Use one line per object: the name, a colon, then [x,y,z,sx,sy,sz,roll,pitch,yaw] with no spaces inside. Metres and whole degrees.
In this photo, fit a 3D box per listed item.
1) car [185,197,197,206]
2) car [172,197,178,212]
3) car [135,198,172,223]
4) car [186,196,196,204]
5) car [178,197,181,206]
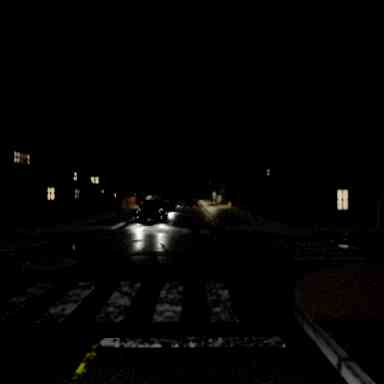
car: [-0.145,1.537,56.593,1.882,1.535,5.008,0,0,0]
car: [-2.939,1.565,38.115,1.994,1.385,4.181,0,0,0]
car: [-2.948,1.340,25.377,2.097,1.767,4.553,0,0,1]
car: [-0.171,1.636,67.012,1.812,1.442,4.674,0,0,0]
car: [-2.923,1.615,58.357,2.033,1.411,5.357,0,0,0]
